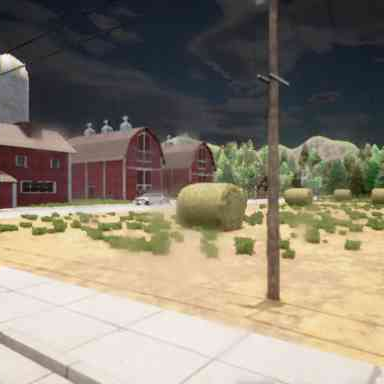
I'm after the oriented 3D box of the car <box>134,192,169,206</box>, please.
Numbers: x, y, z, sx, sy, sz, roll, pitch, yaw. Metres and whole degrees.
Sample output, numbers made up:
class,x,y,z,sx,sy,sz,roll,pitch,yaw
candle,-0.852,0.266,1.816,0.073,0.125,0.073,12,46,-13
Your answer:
class,x,y,z,sx,sy,sz,roll,pitch,yaw
car,-6.655,1.174,52.405,2.150,2.045,5.566,0,0,35
